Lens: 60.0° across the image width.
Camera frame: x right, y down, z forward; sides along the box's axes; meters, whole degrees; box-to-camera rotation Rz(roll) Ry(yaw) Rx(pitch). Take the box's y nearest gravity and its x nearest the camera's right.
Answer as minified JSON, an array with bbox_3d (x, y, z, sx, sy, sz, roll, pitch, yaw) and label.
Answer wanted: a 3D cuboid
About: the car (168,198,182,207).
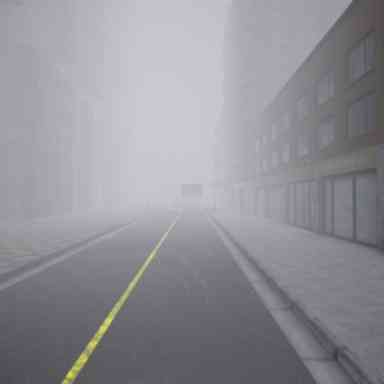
[{"bbox_3d":[-3.016,2.161,65.043,2.128,1.511,4.902,0,-1,0],"label":"car"}]

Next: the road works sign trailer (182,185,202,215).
[{"bbox_3d":[0.001,0.858,39.148,2.380,3.560,2.880,0,-1,0],"label":"road works sign trailer"}]
